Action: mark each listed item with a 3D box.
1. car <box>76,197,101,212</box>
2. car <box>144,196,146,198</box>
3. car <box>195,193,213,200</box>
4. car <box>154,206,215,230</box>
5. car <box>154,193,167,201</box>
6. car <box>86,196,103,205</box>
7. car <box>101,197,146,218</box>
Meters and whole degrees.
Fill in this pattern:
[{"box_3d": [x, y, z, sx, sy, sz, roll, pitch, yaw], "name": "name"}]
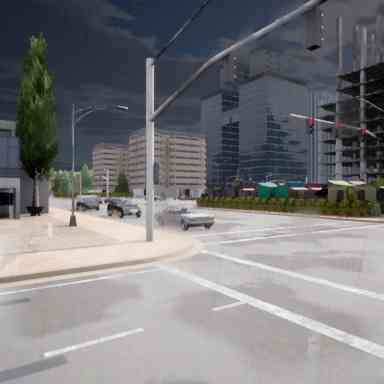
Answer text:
[{"box_3d": [-12.454, 1.504, 39.733, 1.837, 1.490, 4.892, 0, 0, -33], "name": "car"}, {"box_3d": [-9.389, 1.153, 81.045, 4.605, 1.855, 1.932, 0, 0, -34], "name": "car"}, {"box_3d": [3.221, 1.156, 62.389, 3.866, 1.878, 1.905, 0, 0, -34], "name": "car"}, {"box_3d": [-0.563, 1.601, 21.138, 1.895, 1.301, 4.718, 0, 0, -33], "name": "car"}, {"box_3d": [-7.811, 1.156, 78.618, 3.866, 1.878, 1.905, 0, 0, -34], "name": "car"}, {"box_3d": [-18.306, 1.564, 62.201, 1.994, 1.385, 4.181, 0, 0, -33], "name": "car"}, {"box_3d": [-6.171, 1.492, 29.900, 2.128, 1.511, 4.902, 0, 0, -33], "name": "car"}]
